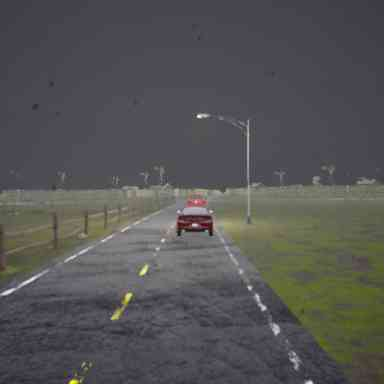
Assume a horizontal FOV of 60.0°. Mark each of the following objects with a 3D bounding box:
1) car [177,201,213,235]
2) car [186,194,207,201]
[{"bbox_3d":[0.171,1.482,18.828,1.882,1.535,5.008,0,0,1],"label":"car"},{"bbox_3d":[0.523,1.232,38.240,2.150,2.045,5.566,0,0,2],"label":"car"}]
